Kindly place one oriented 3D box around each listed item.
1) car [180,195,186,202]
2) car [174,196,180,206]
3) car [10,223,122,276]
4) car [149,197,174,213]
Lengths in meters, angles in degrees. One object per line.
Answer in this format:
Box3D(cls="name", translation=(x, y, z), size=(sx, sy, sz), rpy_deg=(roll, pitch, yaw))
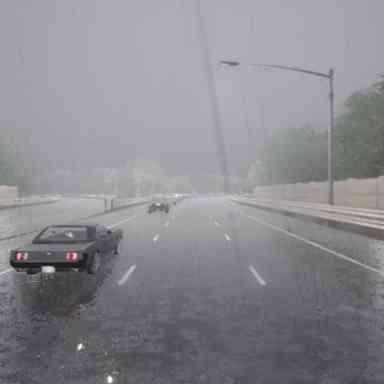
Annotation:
Box3D(cls="car", translation=(-3.187, 1.543, 73.186), size=(2.128, 1.511, 4.902), rpy_deg=(0, 0, 3))
Box3D(cls="car", translation=(-3.481, 1.607, 55.371), size=(1.895, 1.301, 4.718), rpy_deg=(0, 0, 0))
Box3D(cls="car", translation=(-3.497, 1.599, 10.341), size=(1.895, 1.301, 4.718), rpy_deg=(0, 0, 0))
Box3D(cls="car", translation=(-3.491, 1.352, 36.622), size=(2.097, 1.767, 4.553), rpy_deg=(0, 0, 0))
